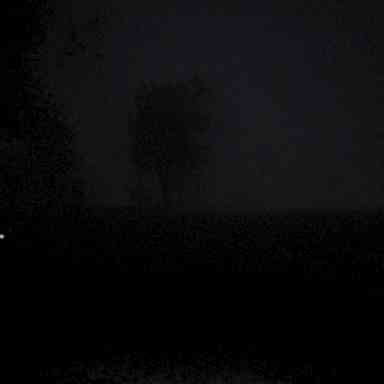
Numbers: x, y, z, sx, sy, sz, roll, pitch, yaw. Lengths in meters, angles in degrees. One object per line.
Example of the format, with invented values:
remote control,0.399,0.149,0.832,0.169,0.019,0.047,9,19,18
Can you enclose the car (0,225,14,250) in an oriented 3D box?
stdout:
car,-9.094,1.616,12.558,4.181,1.385,1.994,1,0,3
